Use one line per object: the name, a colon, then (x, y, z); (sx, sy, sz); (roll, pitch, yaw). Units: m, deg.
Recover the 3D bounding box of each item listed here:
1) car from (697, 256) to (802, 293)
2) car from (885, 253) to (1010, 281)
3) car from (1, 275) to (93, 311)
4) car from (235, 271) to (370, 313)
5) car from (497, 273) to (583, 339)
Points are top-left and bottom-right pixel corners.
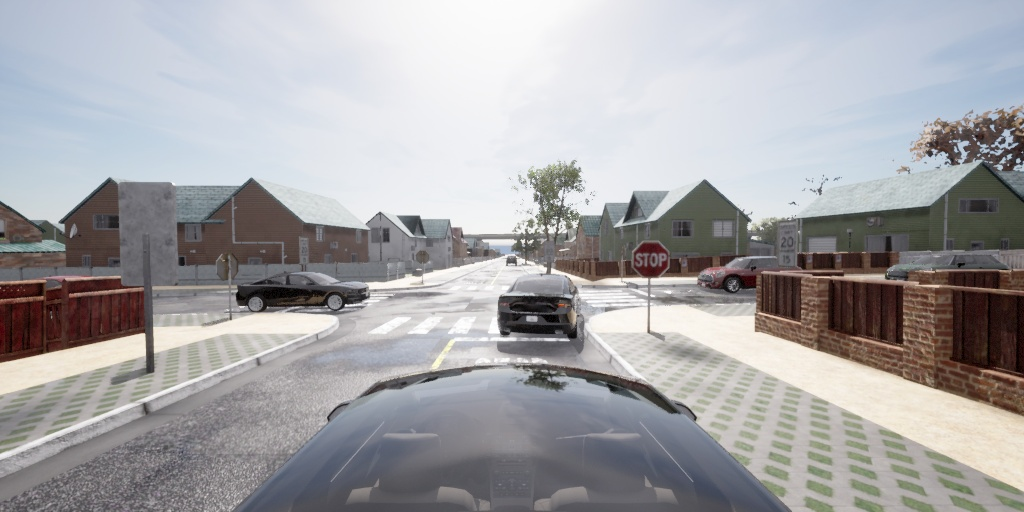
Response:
car: (11.789, 0.820, 17.884); (4.553, 1.767, 2.097); (-1, 2, 0)
car: (21.684, 0.646, 17.966); (4.553, 1.767, 2.097); (-1, 2, 0)
car: (-18.035, 1.547, 14.705); (5.008, 1.535, 1.882); (-1, 2, 0)
car: (-8.483, 1.377, 14.778); (5.008, 1.535, 1.882); (-1, 2, 0)
car: (0.949, 1.224, 10.262); (1.882, 1.535, 5.008); (0, 0, 12)
